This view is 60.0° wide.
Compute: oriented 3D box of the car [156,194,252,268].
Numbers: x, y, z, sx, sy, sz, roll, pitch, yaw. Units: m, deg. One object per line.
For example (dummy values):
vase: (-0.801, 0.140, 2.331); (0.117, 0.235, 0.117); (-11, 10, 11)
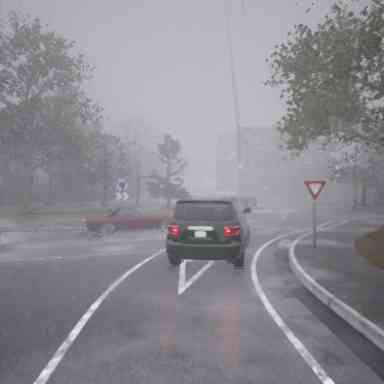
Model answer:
car: (0.744, 1.112, 11.129); (2.150, 2.045, 5.566); (0, 1, 11)

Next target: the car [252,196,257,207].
car: (5.937, 0.972, 39.701); (1.837, 1.490, 4.892); (1, 0, -18)

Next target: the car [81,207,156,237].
car: (-3.043, 1.414, 16.830); (4.718, 1.301, 1.895); (0, 1, -24)

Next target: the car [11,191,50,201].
car: (-24.257, 0.552, 49.952); (4.902, 1.511, 2.128); (0, 1, -38)

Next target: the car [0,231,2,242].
car: (-9.573, 1.393, 12.039); (4.892, 1.490, 1.837); (0, 1, -2)

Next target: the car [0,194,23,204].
car: (-24.612, 0.971, 45.005); (1.994, 1.385, 4.181); (1, 0, 43)
